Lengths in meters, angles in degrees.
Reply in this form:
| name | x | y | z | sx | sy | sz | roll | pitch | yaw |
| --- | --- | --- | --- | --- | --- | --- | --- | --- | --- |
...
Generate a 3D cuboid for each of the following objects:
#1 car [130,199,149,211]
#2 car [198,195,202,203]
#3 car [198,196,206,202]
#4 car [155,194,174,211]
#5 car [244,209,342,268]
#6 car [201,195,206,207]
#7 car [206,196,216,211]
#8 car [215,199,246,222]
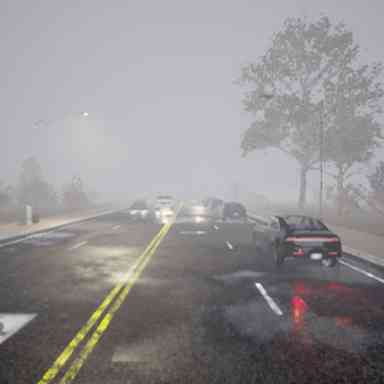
| name | x | y | z | sx | sy | sz | roll | pitch | yaw |
| --- | --- | --- | --- | --- | --- | --- | --- | --- | --- |
| car | -6.769 | 1.664 | 43.327 | 1.994 | 1.385 | 4.181 | 0 | 0 | 0 |
| car | 2.850 | 1.480 | 63.484 | 2.097 | 1.767 | 4.553 | 0 | 0 | -1 |
| car | 2.554 | 1.697 | 85.517 | 2.033 | 1.411 | 5.357 | 0 | 0 | -1 |
| car | -3.520 | 1.324 | 43.572 | 2.150 | 2.045 | 5.566 | 0 | 0 | 0 |
| car | 3.335 | 1.520 | 11.360 | 2.128 | 1.511 | 4.902 | 0 | 0 | 0 |
| car | 2.977 | 1.465 | 52.474 | 2.097 | 1.767 | 4.553 | 0 | 0 | -1 |
| car | 3.080 | 1.599 | 41.493 | 1.837 | 1.490 | 4.892 | 0 | 0 | 0 |
| car | 3.273 | 1.545 | 27.490 | 1.882 | 1.535 | 5.008 | 0 | -1 | 0 |
